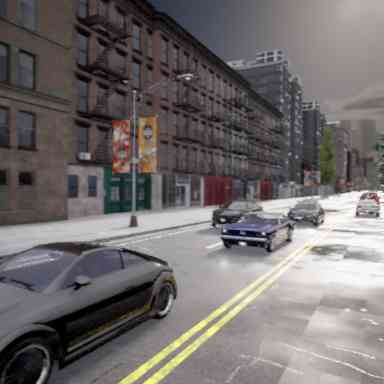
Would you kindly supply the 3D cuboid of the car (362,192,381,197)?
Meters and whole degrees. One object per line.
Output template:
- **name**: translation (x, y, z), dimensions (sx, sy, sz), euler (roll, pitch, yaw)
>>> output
- **car**: translation (22.243, 1.057, 41.533), dimensions (2.150, 2.045, 5.566), euler (1, 0, 30)

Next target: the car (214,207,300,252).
- **car**: translation (2.864, 1.506, 13.637), dimensions (1.895, 1.301, 4.718), euler (1, 1, 29)

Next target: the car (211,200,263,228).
- **car**: translation (2.875, 1.244, 20.131), dimensions (1.882, 1.535, 5.008), euler (1, 1, 29)

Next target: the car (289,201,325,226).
- **car**: translation (7.820, 1.379, 22.525), dimensions (1.837, 1.490, 4.892), euler (1, 1, 29)

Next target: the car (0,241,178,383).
- **car**: translation (-1.949, 1.497, 4.975), dimensions (1.994, 1.385, 4.181), euler (1, 1, 29)

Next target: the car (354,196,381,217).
- **car**: translation (16.156, 1.407, 30.574), dimensions (1.812, 1.442, 4.674), euler (1, 1, 29)
